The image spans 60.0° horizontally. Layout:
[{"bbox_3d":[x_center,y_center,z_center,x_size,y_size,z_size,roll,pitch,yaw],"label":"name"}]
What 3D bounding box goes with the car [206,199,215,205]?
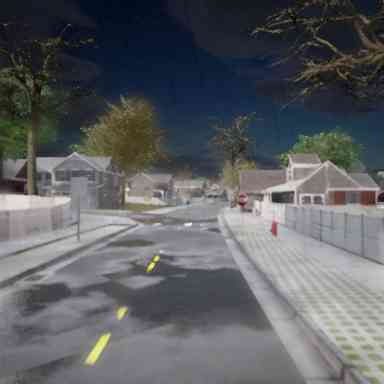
[{"bbox_3d":[4.388,2.412,78.569,1.812,1.442,4.674,0,-1,10],"label":"car"}]
